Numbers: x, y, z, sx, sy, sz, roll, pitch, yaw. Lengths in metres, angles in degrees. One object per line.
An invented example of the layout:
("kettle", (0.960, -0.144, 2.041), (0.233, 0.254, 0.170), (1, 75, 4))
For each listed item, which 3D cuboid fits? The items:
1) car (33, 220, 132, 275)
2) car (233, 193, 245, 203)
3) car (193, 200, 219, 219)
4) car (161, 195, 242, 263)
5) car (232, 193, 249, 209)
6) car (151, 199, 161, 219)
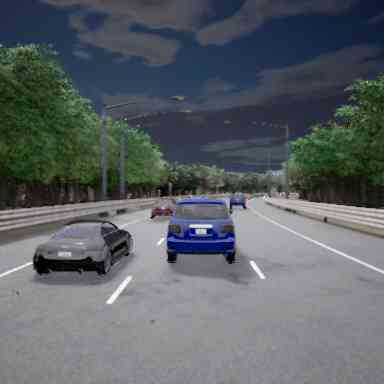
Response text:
("car", (-3.198, 1.563, 10.521), (1.994, 1.385, 4.181), (0, 0, 2))
("car", (10.150, 1.229, 71.533), (2.150, 2.045, 5.566), (0, 0, 11))
("car", (1.337, 1.498, 30.024), (2.128, 1.511, 4.902), (0, 0, 4))
("car", (0.346, 1.225, 12.200), (2.150, 2.045, 5.566), (0, 0, 2))
("car", (6.336, 1.230, 46.382), (2.150, 2.045, 5.566), (0, 0, 7))
("car", (-2.211, 1.355, 29.460), (2.097, 1.767, 4.553), (0, 0, 4))
